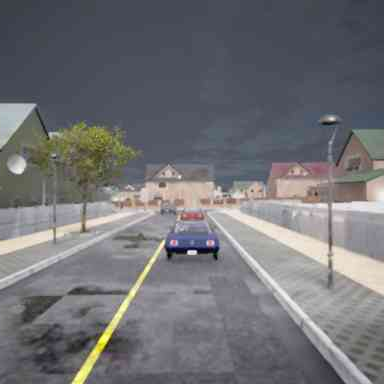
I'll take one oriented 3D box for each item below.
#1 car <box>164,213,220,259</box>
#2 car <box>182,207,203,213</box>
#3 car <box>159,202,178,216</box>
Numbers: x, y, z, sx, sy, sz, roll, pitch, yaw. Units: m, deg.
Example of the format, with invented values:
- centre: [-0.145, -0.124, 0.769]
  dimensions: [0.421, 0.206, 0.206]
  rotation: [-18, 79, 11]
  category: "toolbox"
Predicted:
- centre: [0.023, 1.744, 13.244]
  dimensions: [1.895, 1.301, 4.718]
  rotation: [0, -1, 0]
  category: "car"
- centre: [0.035, 1.923, 28.243]
  dimensions: [1.895, 1.301, 4.718]
  rotation: [0, -1, 0]
  category: "car"
- centre: [-2.737, 1.978, 39.662]
  dimensions: [1.837, 1.490, 4.892]
  rotation: [0, -1, 0]
  category: "car"
